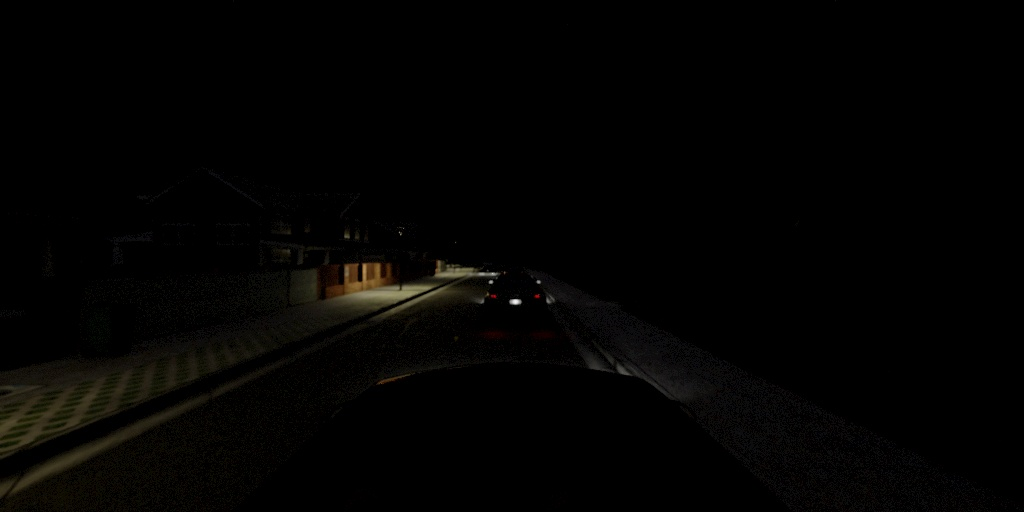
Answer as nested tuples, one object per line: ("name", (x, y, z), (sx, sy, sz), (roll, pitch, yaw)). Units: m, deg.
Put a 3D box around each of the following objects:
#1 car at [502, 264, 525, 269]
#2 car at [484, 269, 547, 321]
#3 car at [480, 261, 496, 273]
("car", (0.110, 1.369, 29.214), (1.994, 1.385, 4.181), (0, 0, 0))
("car", (0.105, 1.336, 12.625), (1.994, 1.385, 4.181), (0, 0, 0))
("car", (-3.038, 1.383, 45.434), (2.033, 1.411, 5.357), (0, 0, -3))
